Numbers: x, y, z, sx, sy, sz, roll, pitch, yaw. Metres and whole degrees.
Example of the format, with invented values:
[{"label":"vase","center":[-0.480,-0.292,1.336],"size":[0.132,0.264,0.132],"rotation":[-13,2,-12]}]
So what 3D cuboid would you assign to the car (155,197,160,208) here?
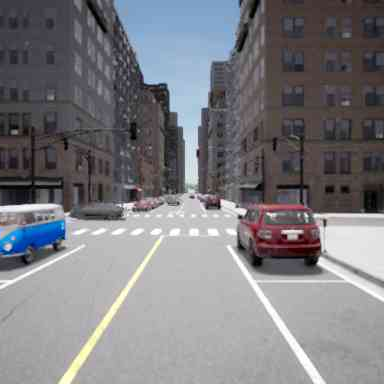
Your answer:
[{"label":"car","center":[-5.765,1.438,43.920],"size":[1.967,1.590,4.097],"rotation":[-1,0,0]}]

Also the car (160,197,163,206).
[{"label":"car","center":[-5.763,1.525,49.254],"size":[1.752,1.417,4.829],"rotation":[-1,0,0]}]

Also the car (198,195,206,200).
[{"label":"car","center":[2.769,1.592,93.464],"size":[1.887,1.381,4.507],"rotation":[-1,0,0]}]

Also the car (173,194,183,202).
[{"label":"car","center":[-2.987,1.286,71.477],"size":[2.097,1.767,4.553],"rotation":[0,0,0]}]

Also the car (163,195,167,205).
[{"label":"car","center":[-5.762,1.569,54.929],"size":[1.947,1.339,4.313],"rotation":[-1,0,0]}]

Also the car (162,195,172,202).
[{"label":"car","center":[-5.760,1.465,76.951],"size":[1.967,1.590,4.097],"rotation":[-1,0,0]}]

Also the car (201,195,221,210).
[{"label":"car","center":[2.758,1.312,43.919],"size":[2.192,1.841,5.009],"rotation":[-1,0,0]}]

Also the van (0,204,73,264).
[{"label":"van","center":[-5.772,1.341,11.477],"size":[1.690,1.788,3.998],"rotation":[-1,0,0]}]

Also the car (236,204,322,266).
[{"label":"car","center":[2.753,1.314,11.475],"size":[2.192,1.841,5.009],"rotation":[-1,0,0]}]

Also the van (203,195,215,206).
[{"label":"van","center":[2.760,1.344,54.928],"size":[1.690,1.788,3.998],"rotation":[-1,0,0]}]

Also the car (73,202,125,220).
[{"label":"car","center":[-7.529,1.497,26.590],"size":[4.181,1.385,1.994],"rotation":[0,1,0]}]

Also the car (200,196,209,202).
[{"label":"car","center":[2.766,1.569,76.949],"size":[1.887,1.381,4.507],"rotation":[-1,0,0]}]

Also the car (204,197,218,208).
[{"label":"car","center":[2.762,1.525,49.594],"size":[1.752,1.417,4.829],"rotation":[-1,0,0]}]

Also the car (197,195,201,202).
[{"label":"car","center":[2.765,1.568,71.443],"size":[2.008,1.369,4.403],"rotation":[-1,0,0]}]

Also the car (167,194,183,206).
[{"label":"car","center":[-3.048,1.356,55.279],"size":[2.097,1.767,4.553],"rotation":[0,0,0]}]

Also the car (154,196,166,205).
[{"label":"car","center":[-5.762,1.532,60.265],"size":[1.752,1.417,4.829],"rotation":[-1,0,0]}]

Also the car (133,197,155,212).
[{"label":"car","center":[-5.764,1.579,38.415],"size":[1.802,1.307,4.206],"rotation":[-1,0,0]}]
